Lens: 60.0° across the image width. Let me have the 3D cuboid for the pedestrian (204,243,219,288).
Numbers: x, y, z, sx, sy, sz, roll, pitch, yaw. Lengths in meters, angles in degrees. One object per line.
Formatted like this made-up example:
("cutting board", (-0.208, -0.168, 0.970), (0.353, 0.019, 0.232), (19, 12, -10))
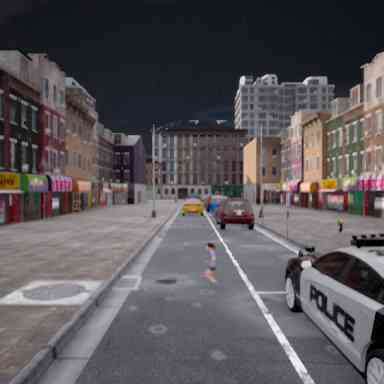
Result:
("pedestrian", (0.475, 1.660, 7.728), (0.500, 1.100, 0.500), (0, 0, 0))

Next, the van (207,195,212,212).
("van", (2.621, 1.287, 31.854), (1.690, 1.788, 3.998), (0, 0, 0))

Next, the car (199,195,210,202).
("car", (2.606, 1.432, 70.184), (2.008, 1.369, 4.403), (0, 0, 0))

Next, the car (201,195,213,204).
("car", (2.610, 1.340, 59.232), (1.967, 1.590, 4.097), (0, 0, 0))

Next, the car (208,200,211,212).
("car", (2.624, 1.506, 26.380), (2.008, 1.369, 4.403), (0, 0, 0))

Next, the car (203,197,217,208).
("car", (2.615, 1.443, 48.451), (1.752, 1.417, 4.829), (0, 0, 0))

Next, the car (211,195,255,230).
("car", (2.626, 1.279, 20.904), (2.192, 1.841, 5.009), (0, 0, 0))

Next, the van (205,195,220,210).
("van", (2.617, 1.269, 42.805), (1.690, 1.788, 3.998), (0, 0, 0))

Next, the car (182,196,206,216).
("car", (0.079, 1.423, 32.374), (1.882, 1.535, 5.008), (0, -1, 0))

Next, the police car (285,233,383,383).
("police car", (2.748, 1.416, 4.721), (1.930, 1.638, 5.238), (0, 0, 0))

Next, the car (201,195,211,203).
("car", (2.608, 1.416, 64.878), (1.752, 1.417, 4.829), (0, 0, 0))

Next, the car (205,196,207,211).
("car", (2.619, 1.252, 37.330), (2.192, 1.841, 5.009), (0, 0, 0))

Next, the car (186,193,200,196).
("car", (0.094, 1.147, 44.567), (2.150, 2.045, 5.566), (0, 0, -2))
